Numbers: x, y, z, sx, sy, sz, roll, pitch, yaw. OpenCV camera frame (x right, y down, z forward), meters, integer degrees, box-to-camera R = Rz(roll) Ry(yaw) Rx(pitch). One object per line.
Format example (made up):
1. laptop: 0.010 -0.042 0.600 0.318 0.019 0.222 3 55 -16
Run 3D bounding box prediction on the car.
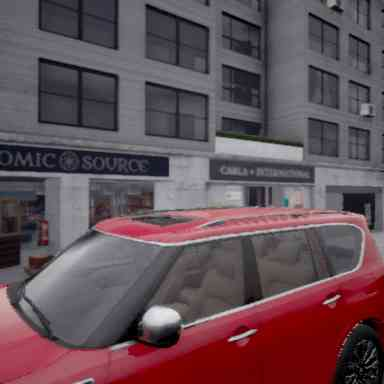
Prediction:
1. car: -0.154 1.222 3.270 5.566 2.045 2.150 0 0 -36
